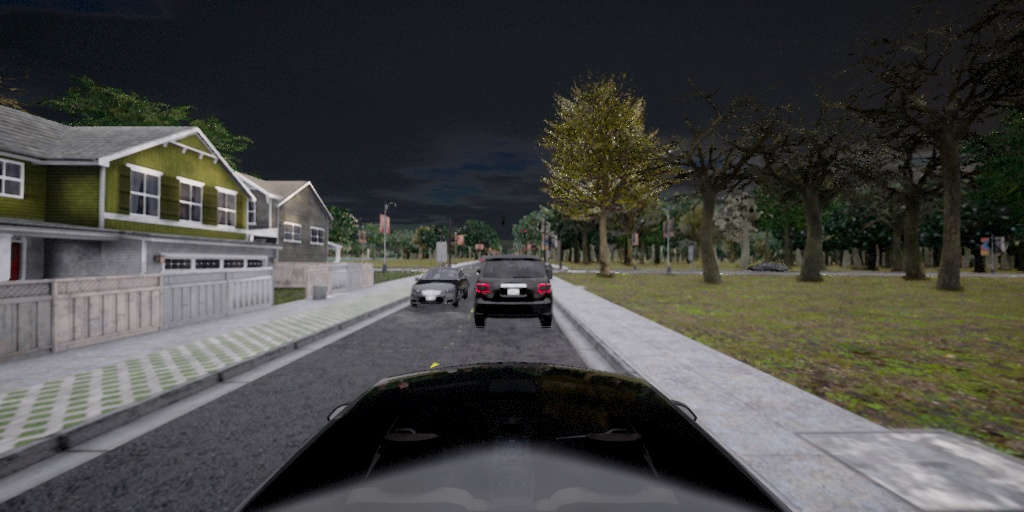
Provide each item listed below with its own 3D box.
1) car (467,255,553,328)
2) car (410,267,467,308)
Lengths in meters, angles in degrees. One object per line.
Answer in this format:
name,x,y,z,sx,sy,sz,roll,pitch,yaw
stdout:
car,0.025,0.977,11.614,2.150,2.045,5.566,0,0,0
car,-2.922,1.246,15.306,2.128,1.511,4.902,0,0,0
